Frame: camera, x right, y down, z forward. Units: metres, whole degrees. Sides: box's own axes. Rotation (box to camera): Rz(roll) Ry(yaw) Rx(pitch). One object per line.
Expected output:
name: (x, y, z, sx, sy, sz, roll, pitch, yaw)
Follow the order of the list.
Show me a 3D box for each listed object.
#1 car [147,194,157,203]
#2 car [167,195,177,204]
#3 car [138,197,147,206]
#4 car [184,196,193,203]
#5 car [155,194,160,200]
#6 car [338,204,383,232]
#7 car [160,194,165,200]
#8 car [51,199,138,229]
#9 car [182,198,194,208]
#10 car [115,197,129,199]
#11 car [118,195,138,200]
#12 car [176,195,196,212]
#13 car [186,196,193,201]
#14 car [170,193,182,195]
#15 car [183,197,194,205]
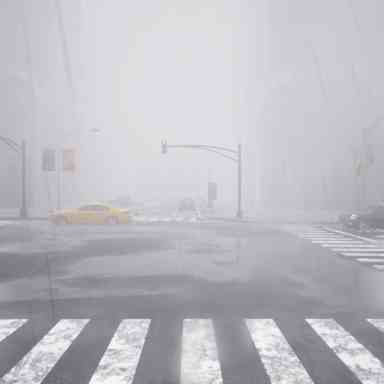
car: (-9.227, 1.667, 71.546, 1.802, 1.307, 4.206, 0, 0, 0)
car: (-3.433, 1.670, 65.640, 1.895, 1.301, 4.718, 0, 0, 0)
car: (-9.147, 1.569, 55.098, 1.752, 1.417, 4.829, 0, 0, 0)
car: (-0.703, 1.611, 71.748, 1.752, 1.417, 4.829, 0, 0, 0)
car: (-9.254, 1.415, 76.973, 2.192, 1.841, 5.009, 0, 0, 0)
car: (11.743, 1.540, 21.014, 4.553, 1.767, 2.097, 1, 0, 1)
car: (-9.332, 1.693, 93.249, 1.887, 1.381, 4.507, 0, 0, 0)
car: (-6.224, 1.409, 20.872, 5.008, 1.535, 1.882, 1, 0, 0)
car: (-0.597, 1.613, 49.878, 1.802, 1.307, 4.206, 0, 0, 0)
car: (-9.070, 1.573, 38.990, 1.947, 1.339, 4.313, 0, 0, 0)
car: (-9.097, 1.334, 44.417, 2.192, 1.841, 5.009, 0, 0, 0)
car: (-0.545, 1.447, 39.029, 1.967, 1.590, 4.097, 0, 0, 0)
car: (-0.808, 1.693, 93.278, 1.887, 1.381, 4.507, 0, 0, 0)
car: (-3.481, 1.557, 75.608, 1.837, 1.490, 4.892, 0, 0, 0)
car: (-0.650, 1.602, 60.728, 1.887, 1.381, 4.507, 0, 0, 0)
